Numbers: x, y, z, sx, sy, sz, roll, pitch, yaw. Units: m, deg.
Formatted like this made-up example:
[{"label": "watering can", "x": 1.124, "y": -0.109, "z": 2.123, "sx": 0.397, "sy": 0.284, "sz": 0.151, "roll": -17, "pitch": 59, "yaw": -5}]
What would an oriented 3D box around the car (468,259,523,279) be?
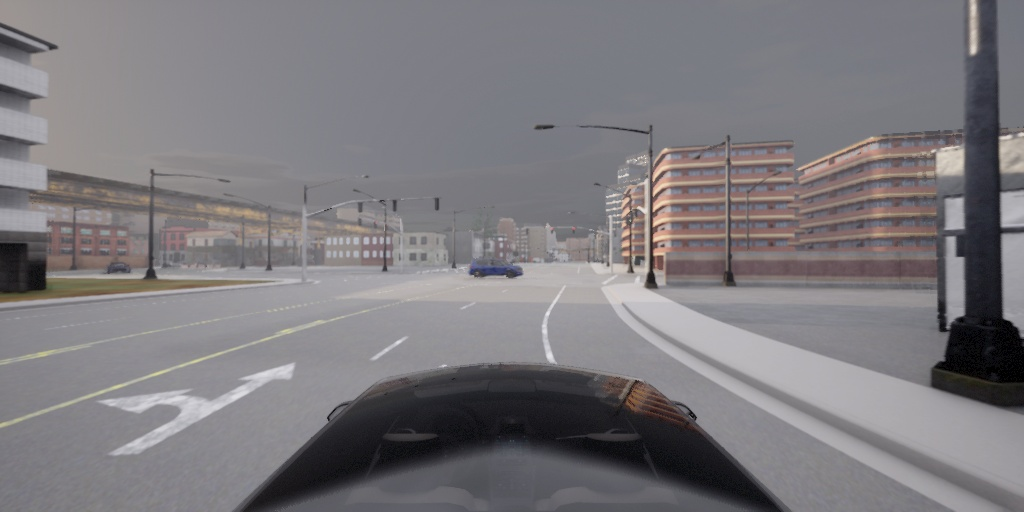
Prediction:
[{"label": "car", "x": -1.671, "y": 1.320, "z": 36.620, "sx": 5.566, "sy": 2.045, "sz": 2.150, "roll": 0, "pitch": 0, "yaw": 10}]
